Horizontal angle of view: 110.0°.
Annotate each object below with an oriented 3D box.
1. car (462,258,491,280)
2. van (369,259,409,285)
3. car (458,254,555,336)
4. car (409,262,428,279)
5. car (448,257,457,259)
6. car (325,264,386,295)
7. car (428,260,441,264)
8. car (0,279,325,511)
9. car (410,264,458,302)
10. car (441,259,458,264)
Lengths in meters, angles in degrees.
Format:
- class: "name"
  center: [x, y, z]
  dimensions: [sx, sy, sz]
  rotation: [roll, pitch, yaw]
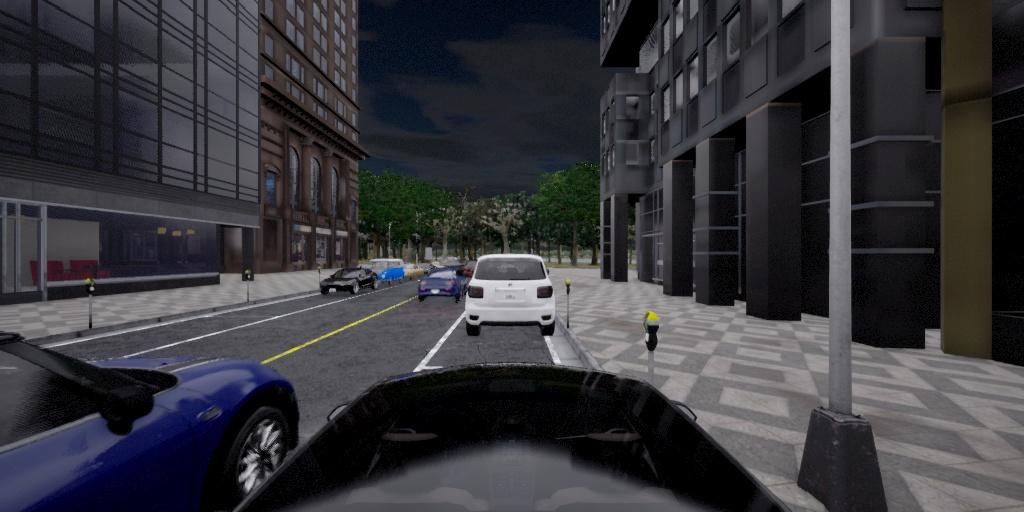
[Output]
- class: "car"
  center: [-3.057, 1.106, 31.580]
  dimensions: [2.097, 1.767, 4.553]
  rotation: [0, 0, 0]
- class: "van"
  center: [-8.908, 1.093, 25.423]
  dimensions: [1.690, 1.789, 3.998]
  rotation: [0, 0, 0]
- class: "car"
  center: [-0.039, 0.971, 10.530]
  dimensions: [2.150, 2.045, 5.566]
  rotation: [0, 0, 0]
- class: "car"
  center: [-8.908, 1.280, 30.691]
  dimensions: [1.751, 1.417, 4.829]
  rotation: [0, 0, 0]
- class: "car"
  center: [-8.908, 1.201, 47.173]
  dimensions: [1.967, 1.591, 4.097]
  rotation: [0, 0, 0]
- class: "car"
  center: [-8.908, 1.317, 19.986]
  dimensions: [1.948, 1.339, 4.313]
  rotation: [0, 0, 0]
- class: "car"
  center: [-8.908, 1.322, 36.298]
  dimensions: [1.948, 1.339, 4.313]
  rotation: [0, 0, 0]
- class: "car"
  center: [-3.058, 1.101, 1.509]
  dimensions: [2.097, 1.767, 4.553]
  rotation: [0, 0, 0]
- class: "car"
  center: [-3.146, 1.276, 16.975]
  dimensions: [1.812, 1.442, 4.674]
  rotation: [0, 0, 0]
- class: "car"
  center: [-6.229, 1.305, 38.746]
  dimensions: [2.033, 1.411, 5.357]
  rotation: [0, 0, 0]
